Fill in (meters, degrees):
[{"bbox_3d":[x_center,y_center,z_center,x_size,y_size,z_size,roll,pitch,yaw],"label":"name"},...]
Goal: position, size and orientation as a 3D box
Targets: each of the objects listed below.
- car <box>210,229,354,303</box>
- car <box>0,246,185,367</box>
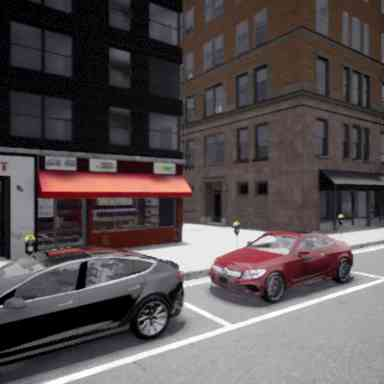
[{"bbox_3d":[2.371,1.616,8.229,4.206,1.307,1.802,0,0,-36],"label":"car"},{"bbox_3d":[-2.105,1.583,5.031,4.313,1.339,1.947,0,0,-36],"label":"car"}]
